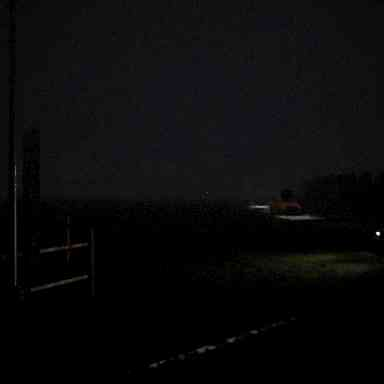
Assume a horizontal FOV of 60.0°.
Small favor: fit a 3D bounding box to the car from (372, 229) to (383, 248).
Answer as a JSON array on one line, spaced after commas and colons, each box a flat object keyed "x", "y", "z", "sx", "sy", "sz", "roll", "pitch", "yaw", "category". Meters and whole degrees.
[{"x": 8.988, "y": 1.577, "z": 12.095, "sx": 4.718, "sy": 1.301, "sz": 1.895, "roll": 0, "pitch": 1, "yaw": -20, "category": "car"}]

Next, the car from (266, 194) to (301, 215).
[{"x": 8.866, "y": 1.289, "z": 31.917, "sx": 1.882, "sy": 1.535, "sz": 5.008, "roll": 0, "pitch": 1, "yaw": -1, "category": "car"}]

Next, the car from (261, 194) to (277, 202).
[{"x": 15.149, "y": 1.128, "z": 65.457, "sx": 2.128, "sy": 1.511, "sz": 4.902, "roll": 0, "pitch": 0, "yaw": 24, "category": "car"}]

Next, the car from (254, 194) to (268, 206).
[{"x": 10.070, "y": 1.186, "z": 48.509, "sx": 2.128, "sy": 1.511, "sz": 4.902, "roll": 0, "pitch": 0, "yaw": 11, "category": "car"}]
